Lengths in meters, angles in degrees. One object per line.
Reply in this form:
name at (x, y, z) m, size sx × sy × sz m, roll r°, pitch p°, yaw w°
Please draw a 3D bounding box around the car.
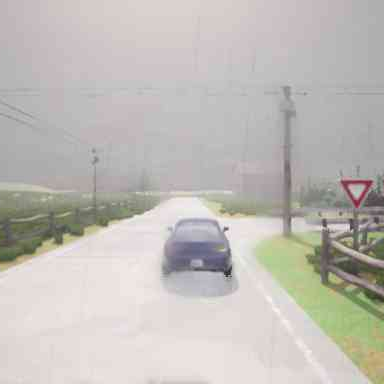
car at (0.177, 1.500, 10.095) m, size 1.812 × 1.442 × 4.674 m, roll 0°, pitch 0°, yaw 2°
